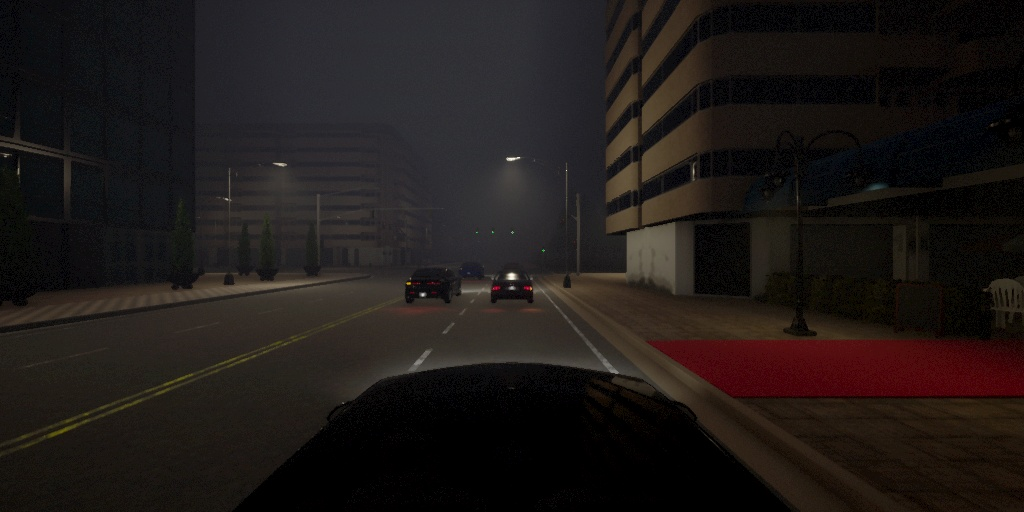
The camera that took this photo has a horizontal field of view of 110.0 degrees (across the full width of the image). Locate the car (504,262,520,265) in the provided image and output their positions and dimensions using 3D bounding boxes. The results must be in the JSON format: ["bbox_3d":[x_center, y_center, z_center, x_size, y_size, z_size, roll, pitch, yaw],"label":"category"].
[{"bbox_3d":[0.000,1.282,31.500,1.812,1.442,4.674,0,0,0],"label":"car"}]

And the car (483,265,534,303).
[{"bbox_3d":[0.000,1.312,16.500,2.033,1.411,5.357,0,0,0],"label":"car"}]

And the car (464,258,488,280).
[{"bbox_3d":[-3.500,1.234,31.500,1.882,1.535,5.008,0,0,0],"label":"car"}]

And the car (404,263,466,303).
[{"bbox_3d":[-3.500,1.265,16.500,1.837,1.490,4.892,0,0,0],"label":"car"}]
